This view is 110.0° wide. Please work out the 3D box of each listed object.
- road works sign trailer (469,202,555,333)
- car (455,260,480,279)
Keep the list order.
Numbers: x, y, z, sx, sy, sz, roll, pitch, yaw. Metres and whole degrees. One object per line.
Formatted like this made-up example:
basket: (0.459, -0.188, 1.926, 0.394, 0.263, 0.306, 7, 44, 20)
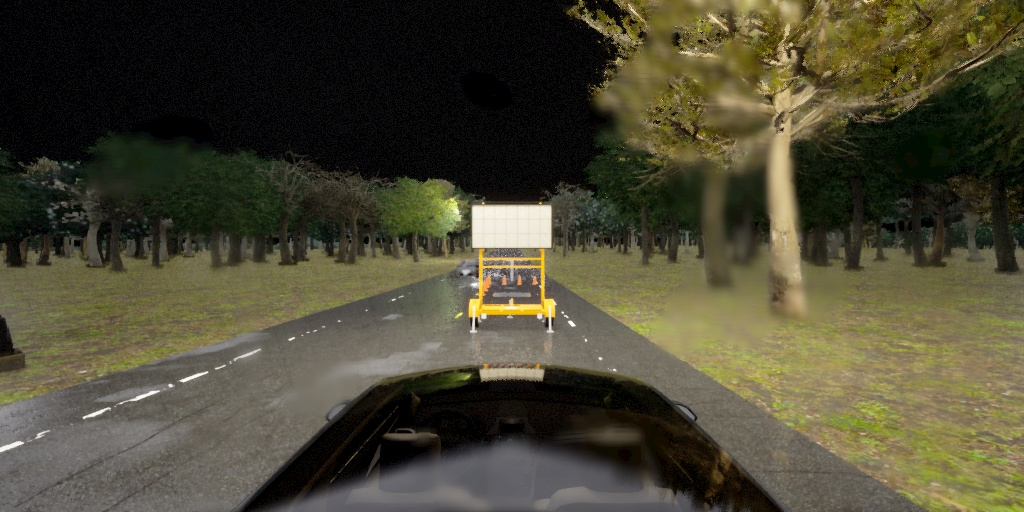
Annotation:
road works sign trailer: (-0.004, 0.194, 10.718, 2.380, 3.560, 2.880, 0, 0, 0)
car: (-3.511, 1.056, 29.659, 2.128, 1.511, 4.902, 0, 1, 0)
